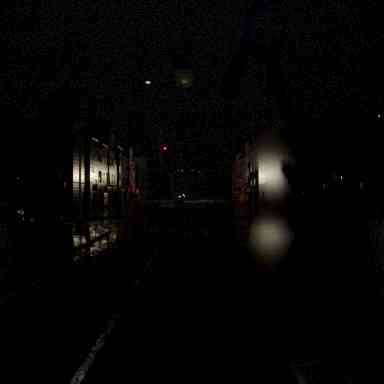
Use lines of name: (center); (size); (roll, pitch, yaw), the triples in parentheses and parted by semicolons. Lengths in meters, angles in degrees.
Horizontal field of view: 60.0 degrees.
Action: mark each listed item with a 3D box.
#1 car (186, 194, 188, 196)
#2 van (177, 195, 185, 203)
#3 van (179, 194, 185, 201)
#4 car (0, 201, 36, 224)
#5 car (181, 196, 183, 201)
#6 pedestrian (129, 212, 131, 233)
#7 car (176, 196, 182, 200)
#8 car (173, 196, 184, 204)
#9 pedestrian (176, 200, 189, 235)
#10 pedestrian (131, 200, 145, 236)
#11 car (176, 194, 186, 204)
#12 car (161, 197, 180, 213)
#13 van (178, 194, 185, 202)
car: (-2.638, 1.455, 72.018); (2.192, 1.841, 5.009); (0, 0, 0)
van: (-2.638, 1.502, 77.624); (1.690, 1.788, 3.998); (0, 0, 0)
van: (-2.639, 1.545, 88.835); (1.690, 1.788, 3.998); (0, 0, 0)
car: (-13.469, 1.382, 23.307); (4.553, 1.767, 2.097); (0, 0, -1)
car: (-2.637, 1.651, 49.596); (1.802, 1.307, 4.206); (0, 0, 0)
pedestrian: (-3.085, 1.305, 18.121); (0.375, 1.860, 0.375); (0, 0, 0)
car: (-2.636, 1.600, 43.991); (1.887, 1.381, 4.507); (0, 0, 0)
car: (-2.638, 1.561, 66.412); (1.967, 1.590, 4.097); (0, 0, 0)
pedestrian: (-0.504, 1.305, 17.526); (0.375, 1.860, 0.375); (0, 0, 0)
pedestrian: (-2.766, 1.304, 16.926); (0.375, 1.860, 0.375); (0, 0, 0)
car: (-2.637, 1.543, 60.807); (1.967, 1.590, 4.097); (0, 0, 0)
car: (-2.635, 1.568, 38.216); (1.752, 1.417, 4.829); (0, 0, 0)
van: (-2.639, 1.523, 83.229); (1.690, 1.788, 3.998); (0, 0, 0)
